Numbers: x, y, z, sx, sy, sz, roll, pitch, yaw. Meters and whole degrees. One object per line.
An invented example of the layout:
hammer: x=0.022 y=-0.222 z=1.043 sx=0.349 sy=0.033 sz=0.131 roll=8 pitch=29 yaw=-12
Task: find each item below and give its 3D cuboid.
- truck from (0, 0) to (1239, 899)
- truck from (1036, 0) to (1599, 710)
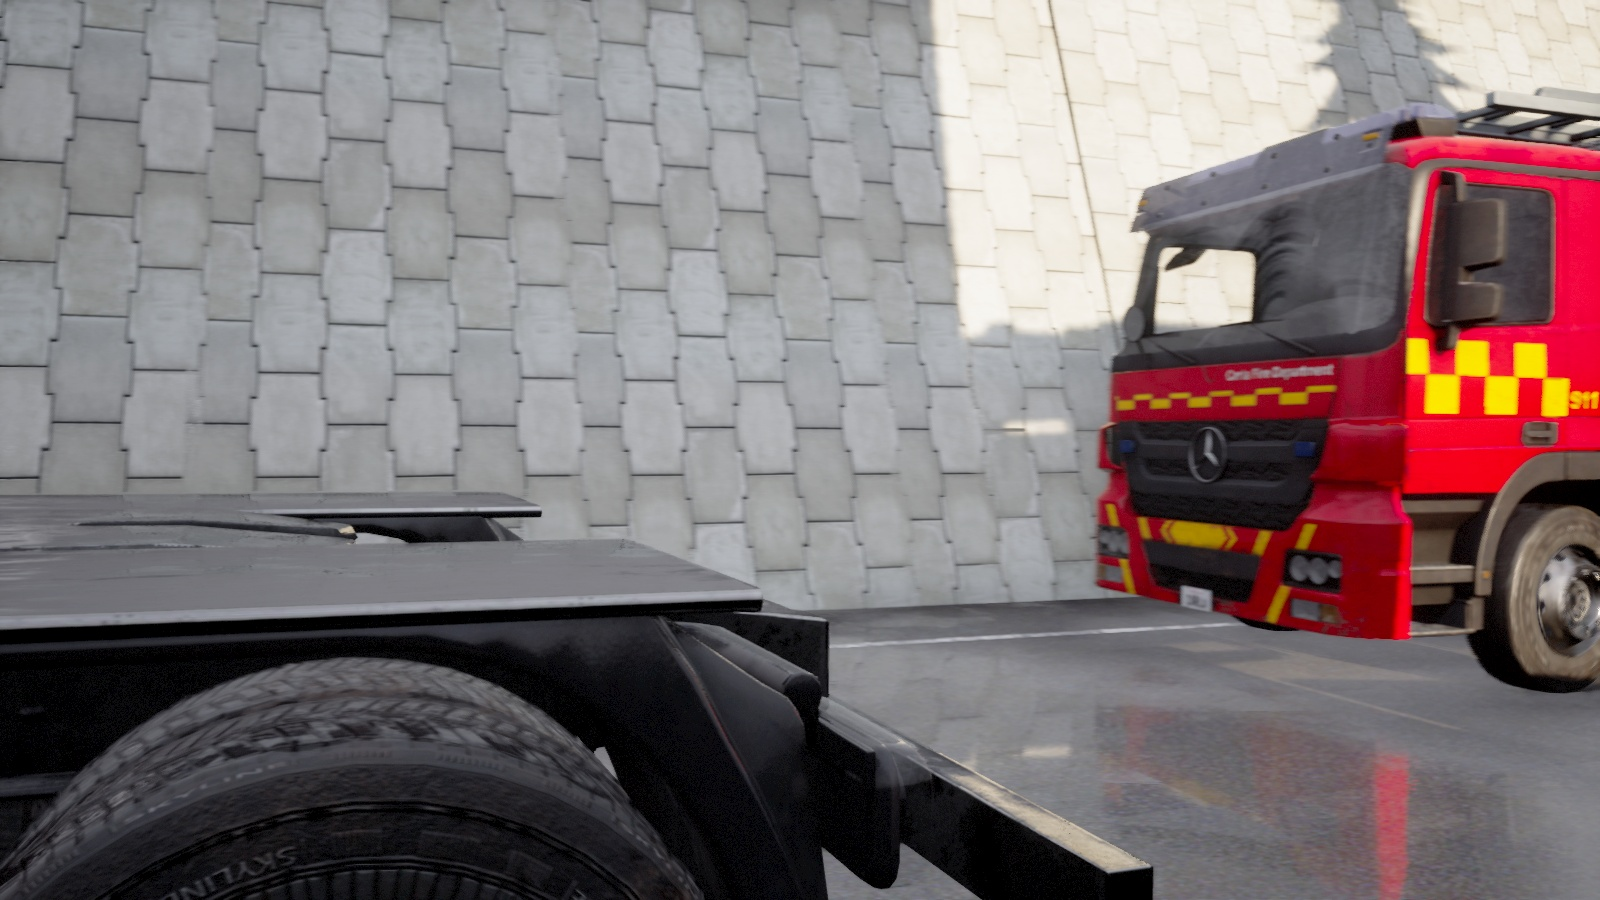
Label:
truck: x=-3.550 y=-0.176 z=1.880 sx=7.936 sy=3.462 sz=2.891 roll=-1 pitch=1 yaw=-21
truck: x=6.273 y=-0.590 z=9.527 sx=8.468 sy=3.827 sz=2.891 roll=-1 pitch=1 yaw=-20
